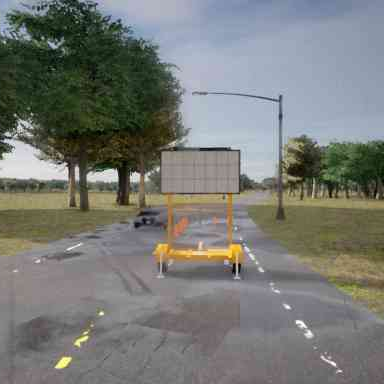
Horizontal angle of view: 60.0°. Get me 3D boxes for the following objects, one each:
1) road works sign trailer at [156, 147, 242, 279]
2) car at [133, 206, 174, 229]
[{"bbox_3d":[0.246,0.465,10.057,2.380,3.560,2.880,0,0,3],"label":"road works sign trailer"},{"bbox_3d":[-2.385,1.570,21.400,1.994,1.385,4.181,0,0,5],"label":"car"}]
